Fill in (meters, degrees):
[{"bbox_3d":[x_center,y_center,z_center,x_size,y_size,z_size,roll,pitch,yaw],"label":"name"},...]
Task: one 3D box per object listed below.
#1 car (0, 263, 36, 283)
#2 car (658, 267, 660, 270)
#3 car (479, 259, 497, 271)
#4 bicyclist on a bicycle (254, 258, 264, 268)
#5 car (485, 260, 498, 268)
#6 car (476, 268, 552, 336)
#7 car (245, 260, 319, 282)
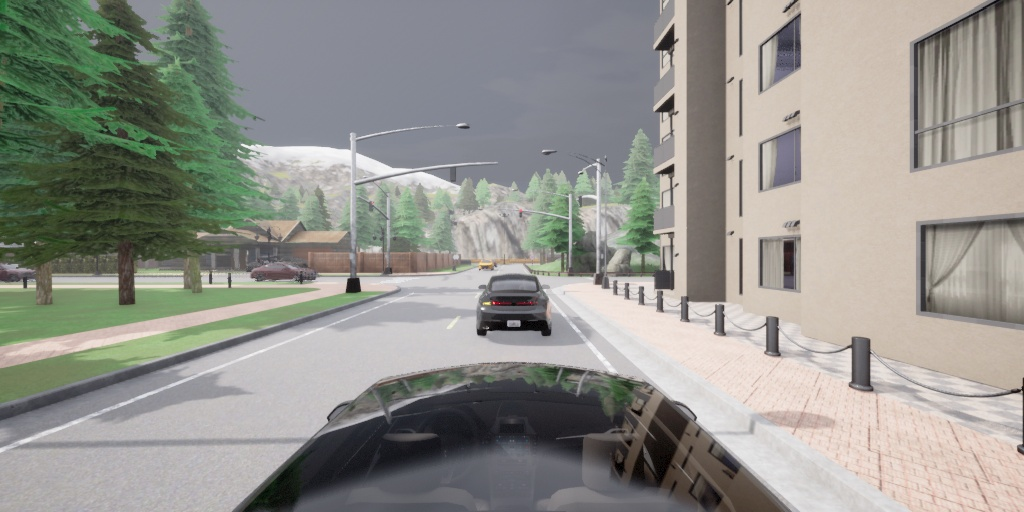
[{"bbox_3d":[-38.040,1.261,27.083,4.674,1.442,1.812,0,0,-1],"label":"car"},{"bbox_3d":[16.028,0.987,32.081,5.566,2.045,2.150,0,0,-1],"label":"car"},{"bbox_3d":[-3.563,1.227,50.248,1.882,1.535,5.008,0,0,0],"label":"car"},{"bbox_3d":[-24.546,1.016,34.882,0.582,1.620,1.656,0,0,-1],"label":"bicyclist on a bicycle"},{"bbox_3d":[-3.542,1.351,61.764,1.895,1.301,4.718,0,0,0],"label":"car"},{"bbox_3d":[0.062,1.255,10.382,1.837,1.490,4.892,0,0,0],"label":"car"},{"bbox_3d":[-17.400,1.261,27.524,4.674,1.442,1.812,0,0,-1],"label":"car"}]
